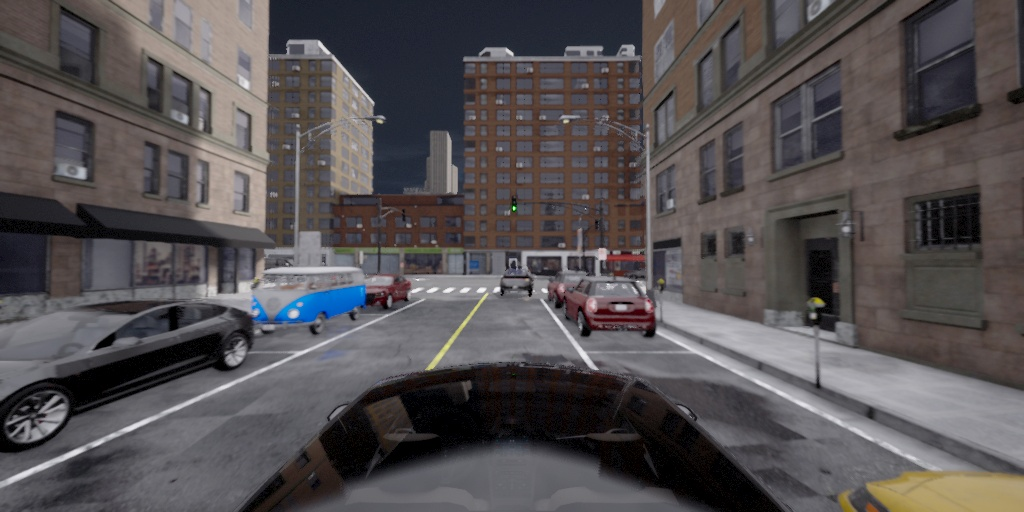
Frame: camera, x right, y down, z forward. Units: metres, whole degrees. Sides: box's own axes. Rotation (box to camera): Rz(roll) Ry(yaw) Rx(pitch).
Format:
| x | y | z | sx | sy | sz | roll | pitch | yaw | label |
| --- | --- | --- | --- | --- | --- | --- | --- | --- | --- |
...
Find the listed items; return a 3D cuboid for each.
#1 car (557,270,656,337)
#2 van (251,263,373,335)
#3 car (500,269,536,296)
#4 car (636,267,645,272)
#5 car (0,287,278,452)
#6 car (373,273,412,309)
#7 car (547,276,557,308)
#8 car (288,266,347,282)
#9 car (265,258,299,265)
| x | y | z | sx | sy | sz | roll | pitch | yaw | label |
| --- | --- | --- | --- | --- | --- | --- | --- | --- | --- |
| 2.670 | 1.313 | 10.720 | 1.967 | 1.591 | 4.097 | 0 | 0 | 0 | car |
| -5.856 | 1.215 | 10.722 | 1.690 | 1.789 | 3.998 | 0 | 0 | 0 | van |
| 0.405 | 1.510 | 21.842 | 2.128 | 1.511 | 4.902 | 0 | 0 | 6 | car |
| 14.452 | 1.956 | 38.858 | 4.674 | 1.442 | 1.812 | 0 | -1 | 2 | car |
| -5.856 | 1.365 | 5.240 | 1.948 | 1.339 | 4.313 | 0 | 0 | 0 | car |
| -5.855 | 1.495 | 16.204 | 1.888 | 1.381 | 4.507 | 0 | 0 | 0 | car |
| 2.670 | 1.389 | 16.202 | 1.967 | 1.591 | 4.097 | 0 | 0 | 0 | car |
| -17.479 | 1.596 | 32.368 | 4.181 | 1.385 | 1.994 | 0 | -1 | 0 | car |
| -18.389 | 1.172 | 29.135 | 5.566 | 2.045 | 2.150 | 0 | -1 | 0 | car |
